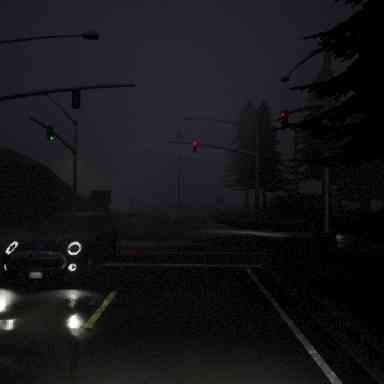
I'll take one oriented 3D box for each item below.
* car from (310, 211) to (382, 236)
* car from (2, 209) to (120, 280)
[{"bbox_3d":[10.138,1.976,21.274,4.902,1.511,2.128,0,-1,0],"label":"car"},{"bbox_3d":[-3.676,1.428,10.172,2.097,1.767,4.553,0,-1,1],"label":"car"}]
